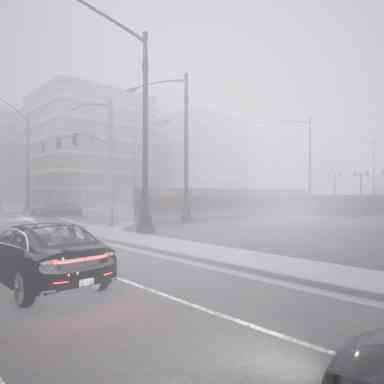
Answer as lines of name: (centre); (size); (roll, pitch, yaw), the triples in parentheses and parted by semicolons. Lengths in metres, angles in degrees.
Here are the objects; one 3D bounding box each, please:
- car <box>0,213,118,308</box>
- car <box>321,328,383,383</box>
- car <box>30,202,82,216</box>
car: (-3.658, 1.492, 8.056); (2.128, 1.511, 4.902); (0, 0, -43)
car: (3.182, 1.505, 1.596); (4.892, 1.490, 1.837); (0, 0, 38)
car: (-11.890, 1.563, 29.309); (1.994, 1.385, 4.181); (0, 0, 43)
